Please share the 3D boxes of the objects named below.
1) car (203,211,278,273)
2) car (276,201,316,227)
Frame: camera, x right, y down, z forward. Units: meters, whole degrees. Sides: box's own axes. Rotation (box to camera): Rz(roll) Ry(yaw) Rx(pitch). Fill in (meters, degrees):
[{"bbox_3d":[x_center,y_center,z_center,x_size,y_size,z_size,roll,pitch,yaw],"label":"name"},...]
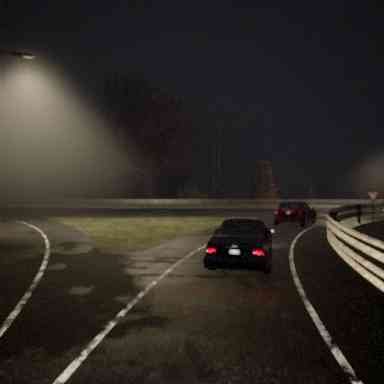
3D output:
[{"bbox_3d":[1.667,1.576,10.873,2.033,1.411,5.357,0,0,14],"label":"car"},{"bbox_3d":[7.509,1.431,23.937,2.097,1.767,4.553,0,0,31],"label":"car"}]
